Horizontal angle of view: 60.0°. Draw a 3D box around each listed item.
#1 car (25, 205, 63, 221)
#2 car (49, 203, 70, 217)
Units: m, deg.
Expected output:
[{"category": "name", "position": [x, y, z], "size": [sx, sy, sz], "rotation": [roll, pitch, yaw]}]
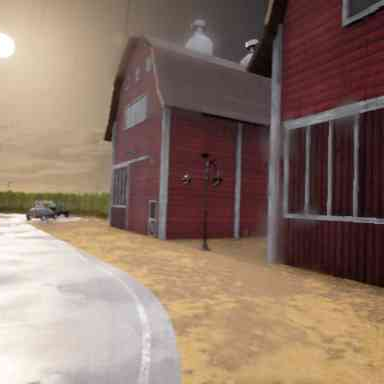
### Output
[{"category": "car", "position": [-17.428, 2.559, 38.778], "size": [1.837, 1.490, 4.892], "rotation": [2, -2, 5]}, {"category": "car", "position": [-19.843, 2.608, 48.686], "size": [2.150, 2.045, 5.566], "rotation": [4, -3, -42]}]
